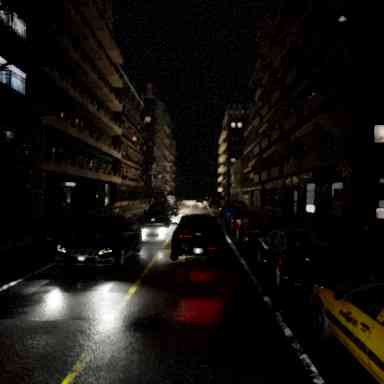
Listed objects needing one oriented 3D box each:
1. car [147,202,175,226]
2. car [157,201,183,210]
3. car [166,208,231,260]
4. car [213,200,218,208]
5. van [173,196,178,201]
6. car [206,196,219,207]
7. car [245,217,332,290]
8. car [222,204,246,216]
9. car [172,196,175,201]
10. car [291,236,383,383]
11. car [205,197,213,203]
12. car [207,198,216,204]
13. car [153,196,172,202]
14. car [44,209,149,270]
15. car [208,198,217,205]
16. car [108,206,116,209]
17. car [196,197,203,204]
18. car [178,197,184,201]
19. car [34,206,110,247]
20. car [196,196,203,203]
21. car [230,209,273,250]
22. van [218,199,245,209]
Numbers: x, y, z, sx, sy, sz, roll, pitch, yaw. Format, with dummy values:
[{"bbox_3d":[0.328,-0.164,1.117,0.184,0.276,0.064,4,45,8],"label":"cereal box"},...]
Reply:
[{"bbox_3d":[-2.570,1.670,24.150,1.994,1.385,4.181,1,0,2],"label":"car"},{"bbox_3d":[-2.274,1.832,33.330,1.895,1.301,4.718,1,0,1],"label":"car"},{"bbox_3d":[0.250,1.589,12.764,1.837,1.490,4.892,1,0,1],"label":"car"},{"bbox_3d":[3.389,1.786,31.703,2.008,1.369,4.403,1,0,1],"label":"car"},{"bbox_3d":[-4.193,1.694,65.862,1.690,1.788,3.998,1,0,1],"label":"van"},{"bbox_3d":[4.053,1.743,60.006,2.192,1.841,5.009,1,0,1],"label":"car"},{"bbox_3d":[2.861,1.643,9.060,2.008,1.369,4.403,1,0,1],"label":"car"},{"bbox_3d":[3.126,1.707,20.381,1.887,1.381,4.507,1,0,1],"label":"car"},{"bbox_3d":[-4.460,1.824,54.539,2.008,1.369,4.403,1,0,1],"label":"car"},{"bbox_3d":[2.740,1.586,3.796,1.752,1.417,4.829,1,0,1],"label":"car"},{"bbox_3d":[4.837,2.249,93.966,1.947,1.339,4.313,1,0,1],"label":"car"},{"bbox_3d":[4.442,2.134,76.984,1.802,1.307,4.206,1,0,1],"label":"car"},{"bbox_3d":[-4.587,1.549,48.881,2.192,1.841,5.009,1,0,1],"label":"car"},{"bbox_3d":[-2.883,1.530,11.279,1.837,1.490,4.892,1,0,1],"label":"car"},{"bbox_3d":[4.316,2.036,71.496,1.752,1.417,4.829,1,0,1],"label":"car"},{"bbox_3d":[-5.255,1.571,20.407,1.752,1.417,4.829,1,0,1],"label":"car"},{"bbox_3d":[1.769,2.054,77.888,2.033,1.411,5.357,1,0,1],"label":"car"},{"bbox_3d":[-3.543,2.091,93.992,1.752,1.417,4.829,1,0,1],"label":"car"},{"bbox_3d":[-5.383,1.556,14.917,1.887,1.381,4.507,1,0,1],"label":"car"},{"bbox_3d":[2.012,1.974,88.309,1.882,1.535,5.008,1,0,1],"label":"car"},{"bbox_3d":[2.994,1.671,14.721,1.887,1.381,4.507,1,0,1],"label":"car"},{"bbox_3d":[3.261,1.539,26.044,1.690,1.788,3.998,1,0,1],"label":"van"}]
